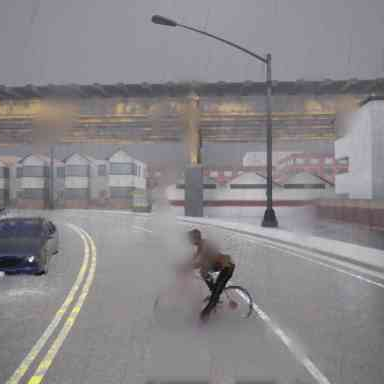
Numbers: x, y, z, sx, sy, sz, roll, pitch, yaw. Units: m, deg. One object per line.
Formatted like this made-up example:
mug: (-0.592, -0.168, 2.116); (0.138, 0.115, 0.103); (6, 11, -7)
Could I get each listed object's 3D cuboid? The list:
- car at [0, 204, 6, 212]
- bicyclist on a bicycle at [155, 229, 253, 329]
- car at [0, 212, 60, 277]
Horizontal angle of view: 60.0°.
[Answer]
car: (-24.618, 1.838, 39.860); (5.357, 1.411, 2.033); (-1, -2, 28)
bicyclist on a bicycle: (0.206, 1.440, 5.494); (1.656, 1.620, 0.582); (0, 0, -7)
car: (-5.191, 1.496, 10.199); (2.033, 1.411, 5.357); (0, 0, -16)
